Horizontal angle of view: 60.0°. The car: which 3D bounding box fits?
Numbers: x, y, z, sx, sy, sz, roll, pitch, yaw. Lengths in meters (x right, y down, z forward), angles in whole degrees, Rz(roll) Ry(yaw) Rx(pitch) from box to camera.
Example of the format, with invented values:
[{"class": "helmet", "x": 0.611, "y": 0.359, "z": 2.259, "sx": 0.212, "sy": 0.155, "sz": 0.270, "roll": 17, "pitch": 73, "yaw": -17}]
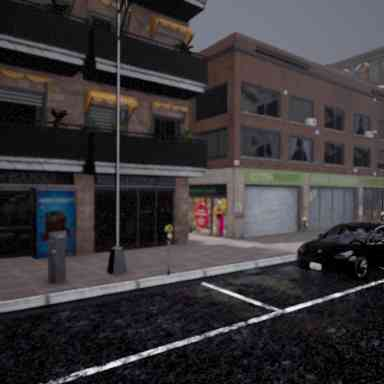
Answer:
[{"class": "car", "x": 5.100, "y": 1.630, "z": 10.196, "sx": 4.313, "sy": 1.339, "sz": 1.947, "roll": 0, "pitch": 0, "yaw": -35}]
